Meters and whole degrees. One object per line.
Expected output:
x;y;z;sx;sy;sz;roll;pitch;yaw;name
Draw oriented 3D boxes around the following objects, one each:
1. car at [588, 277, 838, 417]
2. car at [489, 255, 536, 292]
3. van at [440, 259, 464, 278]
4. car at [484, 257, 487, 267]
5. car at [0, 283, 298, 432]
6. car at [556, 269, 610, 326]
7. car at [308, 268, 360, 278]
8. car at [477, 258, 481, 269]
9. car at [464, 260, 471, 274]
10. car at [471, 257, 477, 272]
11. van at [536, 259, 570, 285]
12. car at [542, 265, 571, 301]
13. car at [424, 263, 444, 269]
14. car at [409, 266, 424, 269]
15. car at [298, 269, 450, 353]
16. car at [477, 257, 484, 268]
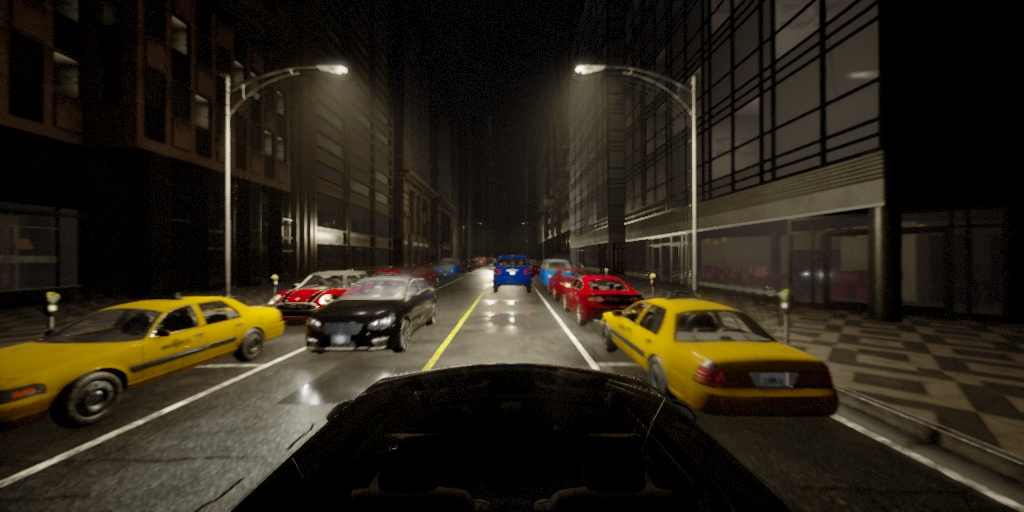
2.753;1.269;6.093;1.751;1.417;4.829;0;0;0;car
0.022;0.981;21.433;2.150;2.045;5.566;0;0;0;car
-5.868;1.120;33.895;1.690;1.789;3.998;0;0;0;van
-5.965;1.358;61.903;1.948;1.339;4.313;0;0;0;car
-5.771;1.294;5.716;1.751;1.417;4.829;0;0;0;car
2.735;1.291;11.526;1.888;1.381;4.507;0;0;0;car
-5.790;1.210;11.487;1.967;1.591;4.097;0;0;0;car
-5.926;1.353;50.700;1.948;1.339;4.313;0;0;0;car
-5.887;1.364;39.496;1.802;1.307;4.207;0;0;0;car
-5.907;1.224;45.098;1.967;1.591;4.097;0;0;0;car
2.696;1.091;22.729;1.690;1.789;3.998;0;0;0;van
2.715;1.293;17.127;1.888;1.381;4.507;0;0;0;car
-5.829;1.320;22.691;1.888;1.381;4.507;0;0;0;car
-5.810;1.318;17.089;1.888;1.381;4.507;0;0;0;car
-3.117;1.253;8.958;2.128;1.511;4.902;0;0;0;car
-5.946;1.229;56.301;1.967;1.591;4.097;0;0;0;car
